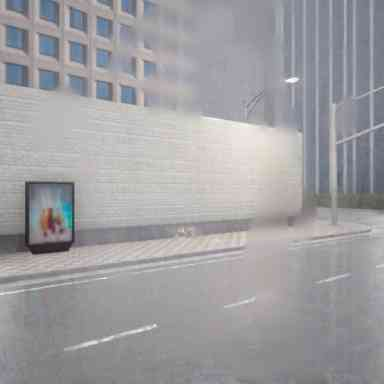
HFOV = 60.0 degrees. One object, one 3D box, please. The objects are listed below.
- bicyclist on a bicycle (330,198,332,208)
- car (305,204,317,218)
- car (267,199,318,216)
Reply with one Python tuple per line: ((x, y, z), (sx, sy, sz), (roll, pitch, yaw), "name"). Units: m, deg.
((18.659, 1.356, 43.935), (1.656, 1.620, 0.582), (0, 0, -36), "bicyclist on a bicycle")
((9.053, 1.533, 30.755), (1.882, 1.535, 5.008), (0, 0, -36), "car")
((10.434, 1.547, 34.841), (2.128, 1.511, 4.902), (0, 0, -36), "car")
